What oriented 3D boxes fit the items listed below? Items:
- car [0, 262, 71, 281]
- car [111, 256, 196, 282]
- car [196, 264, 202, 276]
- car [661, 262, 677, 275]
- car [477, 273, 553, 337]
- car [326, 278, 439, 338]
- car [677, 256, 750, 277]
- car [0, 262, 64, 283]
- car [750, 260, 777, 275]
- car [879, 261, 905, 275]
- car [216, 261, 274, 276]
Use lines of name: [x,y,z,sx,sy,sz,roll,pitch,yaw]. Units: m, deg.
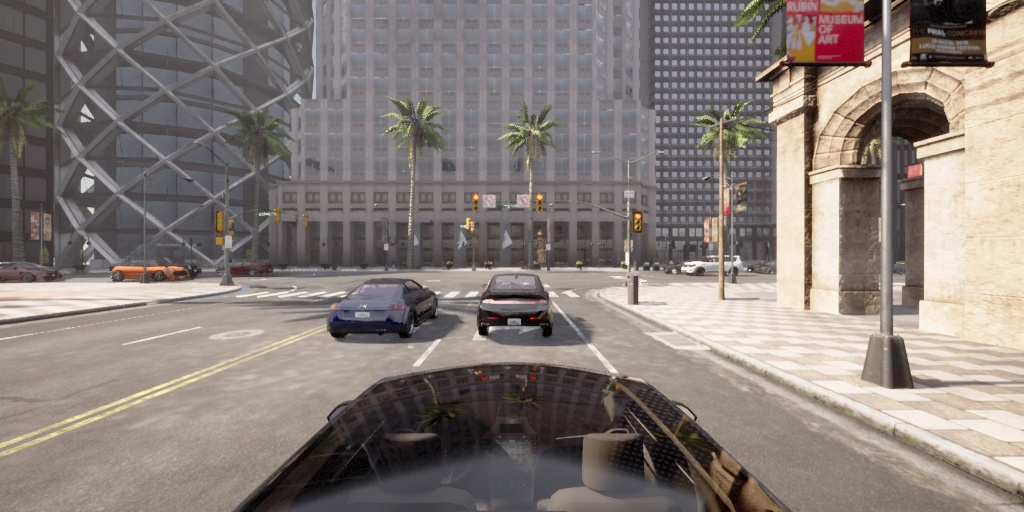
car: [-40.827,1.241,29.732,4.902,1.511,2.128,0,0,-22]
car: [-28.577,1.101,28.456,4.553,1.767,2.097,0,0,-3]
car: [-31.105,0.972,31.939,5.566,2.045,2.150,0,0,-3]
car: [18.869,1.254,39.291,4.892,1.490,1.837,0,0,0]
car: [0.121,1.241,10.352,2.128,1.511,4.902,0,0,2]
car: [-3.416,1.314,10.222,1.994,1.385,4.181,0,0,0]
car: [19.989,0.972,35.787,5.566,2.045,2.150,0,0,0]
car: [-37.491,1.314,27.204,4.181,1.385,1.994,0,0,-19]
car: [28.832,1.314,39.249,4.181,1.385,1.994,0,0,0]
car: [39.639,1.296,39.200,5.357,1.411,2.033,0,0,1]
car: [-26.723,1.227,35.911,5.008,1.535,1.882,0,0,0]
